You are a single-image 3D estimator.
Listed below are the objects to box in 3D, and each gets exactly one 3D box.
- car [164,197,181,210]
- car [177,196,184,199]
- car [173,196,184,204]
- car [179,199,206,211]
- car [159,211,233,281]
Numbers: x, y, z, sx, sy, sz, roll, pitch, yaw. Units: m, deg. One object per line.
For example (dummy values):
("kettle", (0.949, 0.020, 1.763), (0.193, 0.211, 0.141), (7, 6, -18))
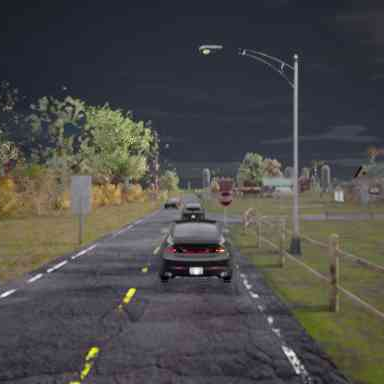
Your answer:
("car", (-2.845, 1.721, 45.960), (1.895, 1.301, 4.718), (0, 0, 0))
("car", (-2.826, 1.614, 56.842), (1.882, 1.535, 5.008), (0, 0, 0))
("car", (-2.759, 1.672, 69.051), (2.128, 1.511, 4.902), (0, 0, 0))
("car", (0.097, 1.587, 27.470), (1.837, 1.490, 4.892), (0, 0, 0))
("car", (0.098, 1.536, 9.921), (1.837, 1.490, 4.892), (0, 0, 0))
